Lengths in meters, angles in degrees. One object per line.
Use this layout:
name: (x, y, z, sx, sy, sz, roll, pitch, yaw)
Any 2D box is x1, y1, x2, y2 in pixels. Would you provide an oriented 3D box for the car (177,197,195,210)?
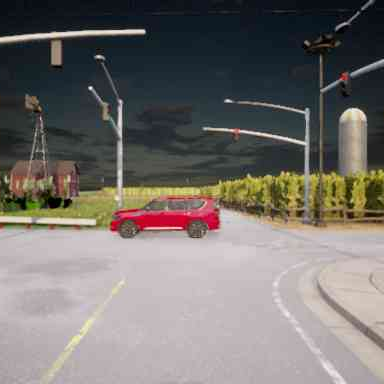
car: (-0.852, 1.476, 43.096, 2.128, 1.511, 4.902, 0, 0, -3)

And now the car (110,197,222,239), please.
car: (-1.289, 1.259, 16.947, 5.566, 2.045, 2.150, 0, 0, 0)
